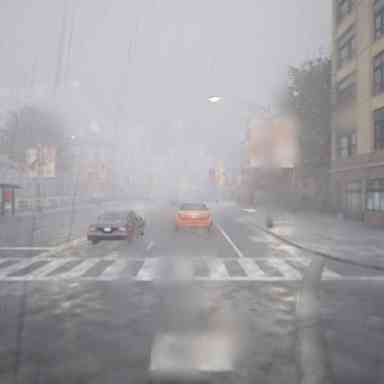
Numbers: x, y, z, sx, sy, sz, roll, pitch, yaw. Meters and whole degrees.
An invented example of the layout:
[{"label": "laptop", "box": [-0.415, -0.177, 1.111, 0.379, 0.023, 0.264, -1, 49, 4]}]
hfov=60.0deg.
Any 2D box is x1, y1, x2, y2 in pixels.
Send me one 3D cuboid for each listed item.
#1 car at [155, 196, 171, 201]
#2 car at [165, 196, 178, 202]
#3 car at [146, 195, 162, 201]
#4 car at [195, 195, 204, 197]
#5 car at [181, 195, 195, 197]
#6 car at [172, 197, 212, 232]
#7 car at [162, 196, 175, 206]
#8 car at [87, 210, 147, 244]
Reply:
[{"label": "car", "box": [-7.741, 1.640, 90.007, 1.895, 1.301, 4.718, 0, 0, 30]}, {"label": "car", "box": [-4.844, 1.596, 79.226, 1.994, 1.385, 4.181, 0, 0, 16]}, {"label": "car", "box": [-9.905, 1.558, 84.701, 2.002, 1.452, 4.674, 0, 0, 20]}, {"label": "car", "box": [2.014, 1.628, 93.433, 1.895, 1.301, 4.718, 0, 0, 33]}, {"label": "car", "box": [-1.549, 1.643, 78.053, 1.895, 1.301, 4.718, 0, 0, 18]}, {"label": "car", "box": [0.099, 1.366, 20.457, 2.097, 1.767, 4.553, 0, 0, 0]}, {"label": "car", "box": [-3.462, 1.631, 55.255, 1.895, 1.301, 4.718, 0, 0, 1]}, {"label": "car", "box": [-3.400, 1.553, 15.863, 2.033, 1.411, 5.357, 0, 0, 0]}]
